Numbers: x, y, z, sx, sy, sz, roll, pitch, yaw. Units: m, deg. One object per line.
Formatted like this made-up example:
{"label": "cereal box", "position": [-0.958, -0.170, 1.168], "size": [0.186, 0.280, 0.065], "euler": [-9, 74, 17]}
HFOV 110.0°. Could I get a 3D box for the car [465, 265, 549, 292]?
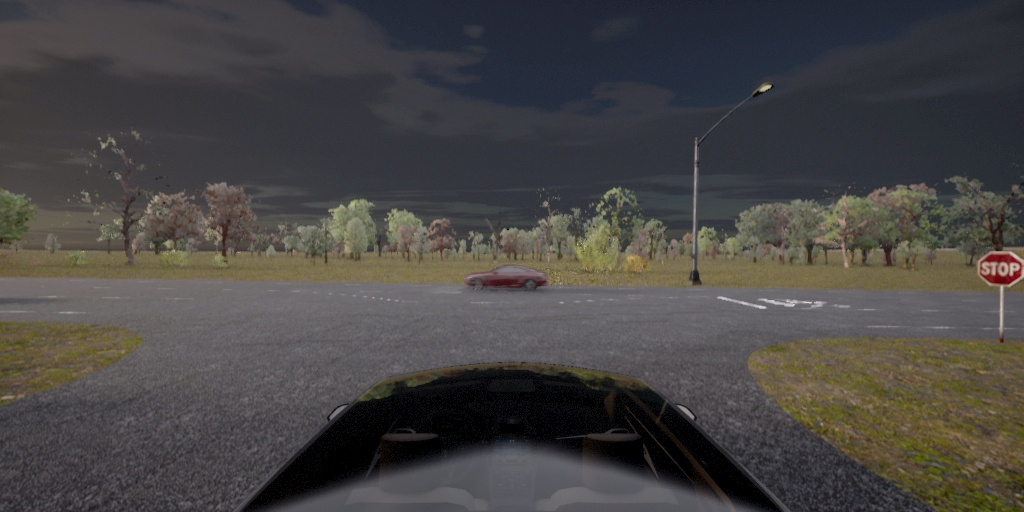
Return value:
{"label": "car", "position": [-0.282, 1.215, 20.218], "size": [4.674, 1.442, 1.812], "euler": [1, 1, 2]}
